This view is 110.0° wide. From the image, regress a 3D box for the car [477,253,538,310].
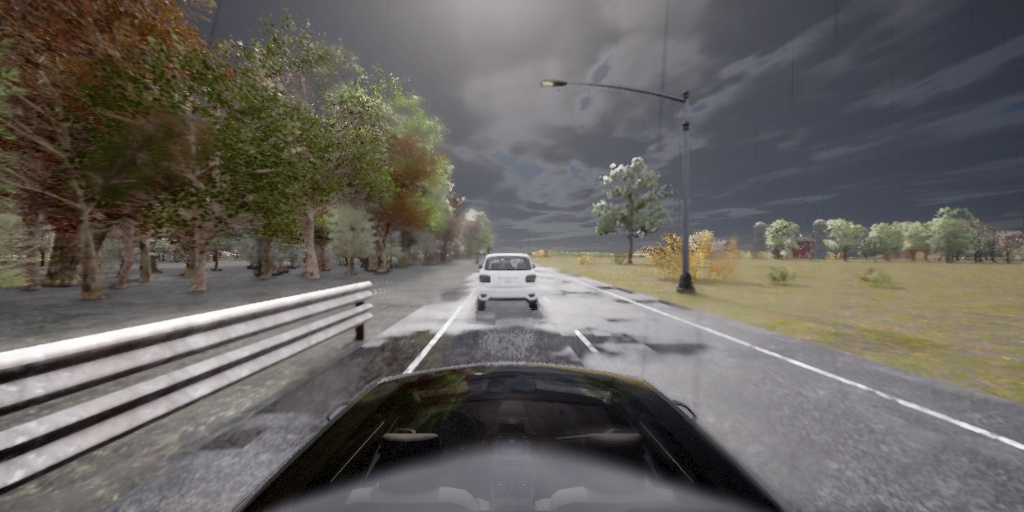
[{"bbox_3d":[-0.183,0.913,14.521,2.150,2.045,5.566,0,0,-1],"label":"car"}]
